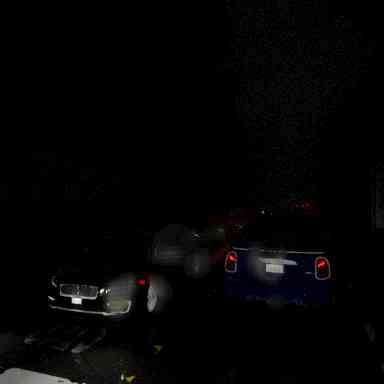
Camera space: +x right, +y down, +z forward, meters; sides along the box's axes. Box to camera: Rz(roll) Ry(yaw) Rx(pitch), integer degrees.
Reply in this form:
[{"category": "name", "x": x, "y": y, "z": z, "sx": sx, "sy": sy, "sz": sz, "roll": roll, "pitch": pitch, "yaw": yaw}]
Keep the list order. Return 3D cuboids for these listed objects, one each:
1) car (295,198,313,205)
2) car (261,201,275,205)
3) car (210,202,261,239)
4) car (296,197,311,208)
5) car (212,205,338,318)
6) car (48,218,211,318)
[{"category": "car", "x": 12.610, "y": 1.511, "z": 37.688, "sx": 2.033, "sy": 1.411, "sz": 5.357, "roll": 0, "pitch": 0, "yaw": 20}, {"category": "car", "x": 6.781, "y": 1.562, "z": 30.478, "sx": 1.994, "sy": 1.385, "sz": 4.181, "roll": 0, "pitch": 0, "yaw": 20}, {"category": "car", "x": 2.130, "y": 1.489, "z": 17.204, "sx": 1.882, "sy": 1.535, "sz": 5.008, "roll": 0, "pitch": 0, "yaw": 19}, {"category": "car", "x": 15.669, "y": 1.470, "z": 46.629, "sx": 1.994, "sy": 1.385, "sz": 4.181, "roll": 0, "pitch": 0, "yaw": 19}, {"category": "car", "x": 2.141, "y": 1.357, "z": 7.823, "sx": 2.097, "sy": 1.767, "sz": 4.553, "roll": 0, "pitch": 0, "yaw": 19}, {"category": "car", "x": -1.133, "y": 1.510, "z": 7.696, "sx": 1.837, "sy": 1.490, "sz": 4.892, "roll": 0, "pitch": 0, "yaw": 18}]
